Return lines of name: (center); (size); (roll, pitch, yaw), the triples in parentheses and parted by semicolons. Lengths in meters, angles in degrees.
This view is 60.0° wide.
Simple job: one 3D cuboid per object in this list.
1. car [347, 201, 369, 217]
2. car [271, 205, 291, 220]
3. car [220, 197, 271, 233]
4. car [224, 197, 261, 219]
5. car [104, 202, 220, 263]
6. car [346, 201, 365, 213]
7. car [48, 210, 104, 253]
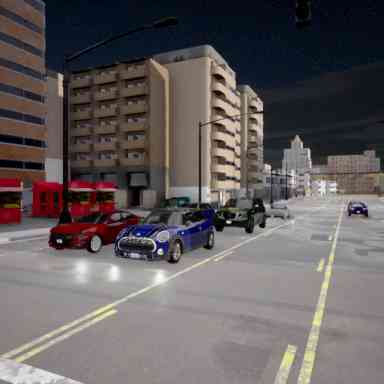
car: (18.111, 1.905, 36.292); (1.812, 1.442, 4.674); (0, -1, 26)
car: (8.070, 1.871, 31.575); (1.895, 1.301, 4.718); (0, -1, 25)
car: (3.196, 1.352, 21.022); (2.150, 2.045, 5.566); (0, -1, 25)
car: (5.219, 1.497, 33.739); (2.150, 2.045, 5.566); (0, -1, 25)
car: (-0.828, 1.395, 12.331); (2.097, 1.767, 4.553); (0, 0, 25)
car: (22.359, 1.995, 45.593); (2.128, 1.511, 4.902); (0, -1, 25)
car: (-3.803, 1.518, 14.280); (1.882, 1.535, 5.008); (0, 0, 23)
